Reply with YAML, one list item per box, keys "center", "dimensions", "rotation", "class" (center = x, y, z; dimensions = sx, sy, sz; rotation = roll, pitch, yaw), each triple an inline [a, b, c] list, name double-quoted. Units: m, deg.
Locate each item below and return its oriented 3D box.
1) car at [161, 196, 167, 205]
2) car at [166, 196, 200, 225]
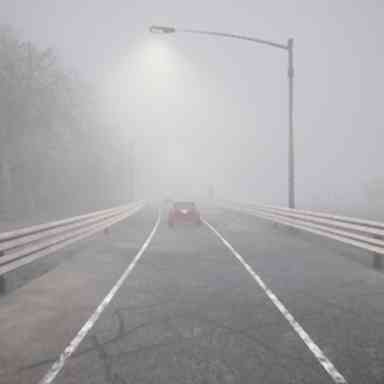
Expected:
- center: [-4.267, 1.482, 57.294]
  dimensions: [1.837, 1.490, 4.892]
  rotation: [0, 0, -9]
  class: "car"
- center: [-0.628, 1.359, 24.043]
  dimensions: [2.097, 1.767, 4.553]
  rotation: [0, 0, -4]
  class: "car"
